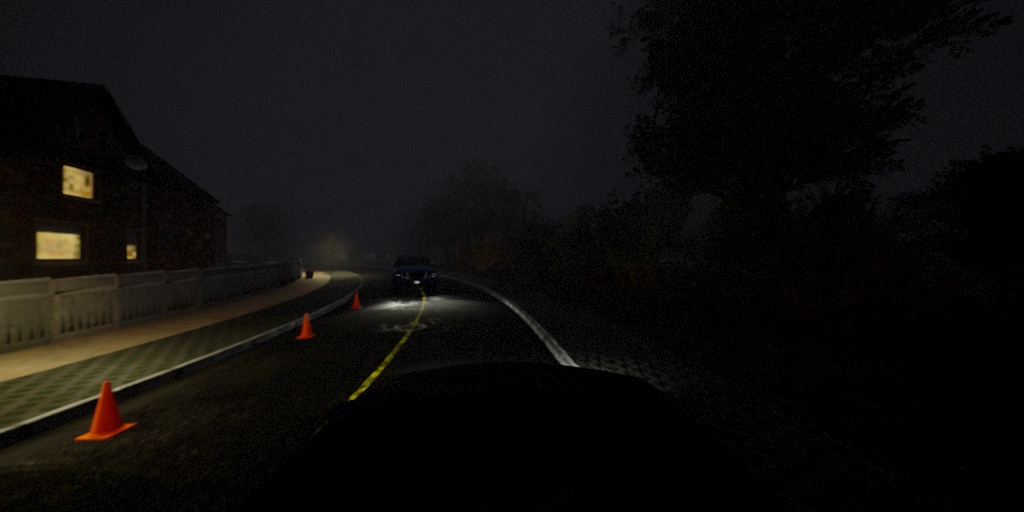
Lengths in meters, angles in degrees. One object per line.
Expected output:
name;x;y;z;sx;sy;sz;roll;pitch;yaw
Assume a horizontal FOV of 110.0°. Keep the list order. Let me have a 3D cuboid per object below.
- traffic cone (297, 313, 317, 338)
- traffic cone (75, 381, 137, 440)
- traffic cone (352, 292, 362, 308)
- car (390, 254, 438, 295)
traffic cone;-5.102;1.709;8.909;0.340;0.580;0.340;0;0;-8
traffic cone;-4.653;1.733;4.123;0.340;0.580;0.340;0;0;-3
traffic cone;-5.918;1.675;13.647;0.340;0.580;0.340;0;0;-12
car;-5.483;0.885;19.774;2.150;2.045;5.566;0;0;-20
